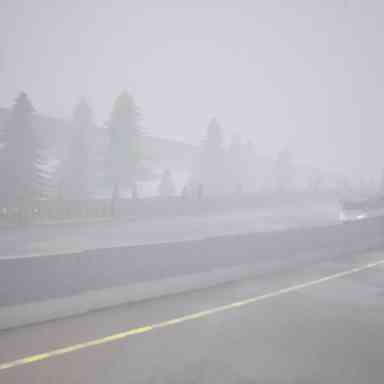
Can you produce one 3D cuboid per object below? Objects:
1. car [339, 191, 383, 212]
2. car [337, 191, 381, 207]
[{"bbox_3d":[14.186,0.730,27.004,5.008,1.535,1.882,-3,2,-35],"label":"car"},{"bbox_3d":[16.603,0.643,33.024,4.718,1.301,1.895,-3,2,-35],"label":"car"}]
